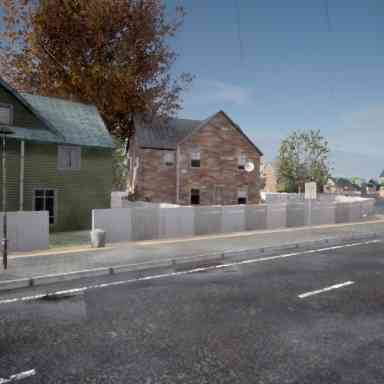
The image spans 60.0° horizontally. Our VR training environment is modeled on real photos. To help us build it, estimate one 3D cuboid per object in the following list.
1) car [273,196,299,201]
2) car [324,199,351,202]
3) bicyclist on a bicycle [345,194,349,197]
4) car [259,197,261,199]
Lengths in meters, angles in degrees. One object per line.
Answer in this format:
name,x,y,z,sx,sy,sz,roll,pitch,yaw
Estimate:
car,12.925,1.010,46.171,1.882,1.535,5.008,1,0,-20
car,16.238,1.190,36.844,1.837,1.490,4.892,1,1,-20
bicyclist on a bicycle,20.153,1.036,43.350,1.656,1.620,0.582,1,0,-20
car,9.618,0.978,55.496,1.895,1.301,4.718,1,0,-19
